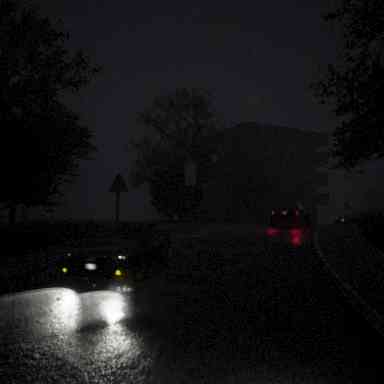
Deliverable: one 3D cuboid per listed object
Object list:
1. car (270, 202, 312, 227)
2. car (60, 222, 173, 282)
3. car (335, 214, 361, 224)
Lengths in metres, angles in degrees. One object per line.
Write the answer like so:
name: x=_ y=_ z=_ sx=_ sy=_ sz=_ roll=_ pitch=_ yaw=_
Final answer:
car: x=7.139 y=1.523 z=23.747 sx=2.097 sy=1.767 sz=4.553 roll=-2 pitch=-4 yaw=29
car: x=-1.988 y=1.603 z=9.904 sx=1.994 sy=1.385 sz=4.181 roll=-1 pitch=0 yaw=13
car: x=16.920 y=3.028 z=35.281 sx=4.181 sy=1.385 sz=1.994 roll=7 pitch=-8 yaw=-41
